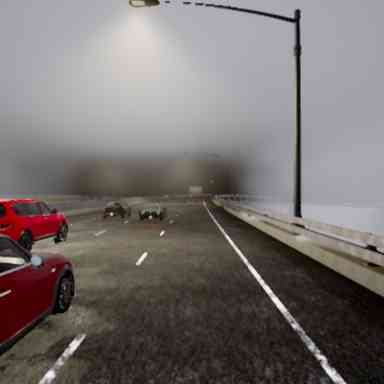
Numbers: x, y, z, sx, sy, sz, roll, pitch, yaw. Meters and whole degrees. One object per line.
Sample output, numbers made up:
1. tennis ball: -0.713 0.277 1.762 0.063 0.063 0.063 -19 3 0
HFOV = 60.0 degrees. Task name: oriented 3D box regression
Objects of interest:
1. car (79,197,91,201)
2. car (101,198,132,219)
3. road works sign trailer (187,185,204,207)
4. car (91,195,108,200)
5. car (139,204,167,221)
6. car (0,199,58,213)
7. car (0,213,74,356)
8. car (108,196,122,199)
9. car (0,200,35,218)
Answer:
1. car: -23.492 1.721 73.855 1.994 1.385 4.181 0 0 1
2. car: -6.716 1.616 30.312 1.837 1.490 4.892 0 0 1
3. road works sign trailer: 0.567 0.660 55.103 2.380 3.560 2.880 0 0 1
4. car: -19.992 1.523 73.787 2.097 1.767 4.553 0 0 1
5. car: -3.239 1.705 28.480 1.895 1.301 4.718 0 0 1
6. car: -6.860 1.270 13.172 2.150 2.045 5.566 0 0 0
7. car: -3.389 1.370 4.800 2.097 1.767 4.553 0 0 0
8. car: -16.494 1.667 73.660 1.837 1.490 4.892 0 0 1
9. car: -17.385 1.624 32.399 1.837 1.490 4.892 0 0 1
